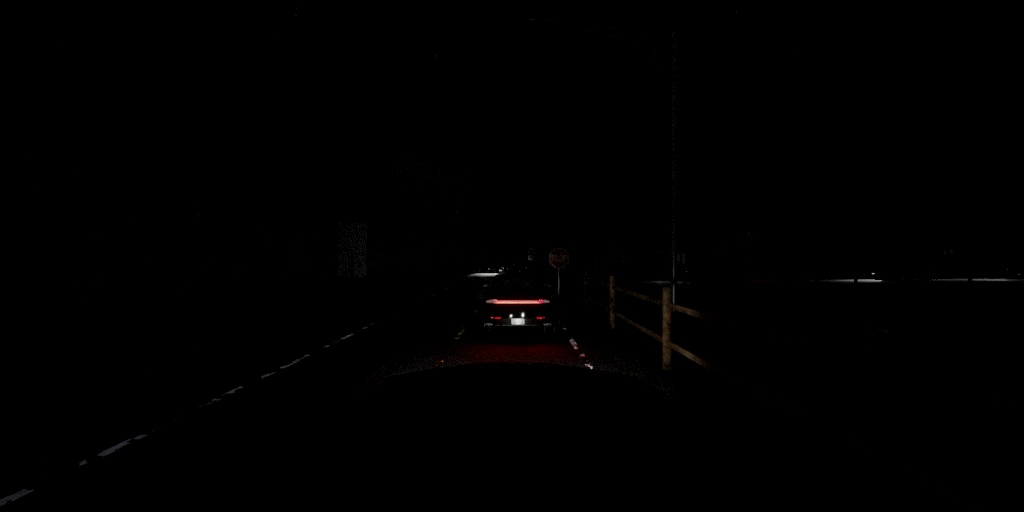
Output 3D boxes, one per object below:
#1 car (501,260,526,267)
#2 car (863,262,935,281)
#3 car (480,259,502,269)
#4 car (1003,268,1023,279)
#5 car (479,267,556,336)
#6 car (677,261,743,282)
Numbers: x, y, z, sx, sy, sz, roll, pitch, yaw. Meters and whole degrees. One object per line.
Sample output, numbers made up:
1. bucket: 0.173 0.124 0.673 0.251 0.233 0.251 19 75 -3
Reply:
1. car: 0.372 1.264 36.126 1.812 1.442 4.674 -1 0 -9
2. car: 30.168 1.188 28.024 4.181 1.385 1.994 0 0 -2
3. car: -2.591 1.294 42.840 1.994 1.385 4.181 0 0 1
4. car: 41.946 1.170 28.110 4.718 1.301 1.895 0 0 0
5. car: 0.148 1.241 10.377 2.128 1.511 4.902 0 0 0
6. car: 15.153 1.165 27.848 5.008 1.535 1.882 0 0 -1
